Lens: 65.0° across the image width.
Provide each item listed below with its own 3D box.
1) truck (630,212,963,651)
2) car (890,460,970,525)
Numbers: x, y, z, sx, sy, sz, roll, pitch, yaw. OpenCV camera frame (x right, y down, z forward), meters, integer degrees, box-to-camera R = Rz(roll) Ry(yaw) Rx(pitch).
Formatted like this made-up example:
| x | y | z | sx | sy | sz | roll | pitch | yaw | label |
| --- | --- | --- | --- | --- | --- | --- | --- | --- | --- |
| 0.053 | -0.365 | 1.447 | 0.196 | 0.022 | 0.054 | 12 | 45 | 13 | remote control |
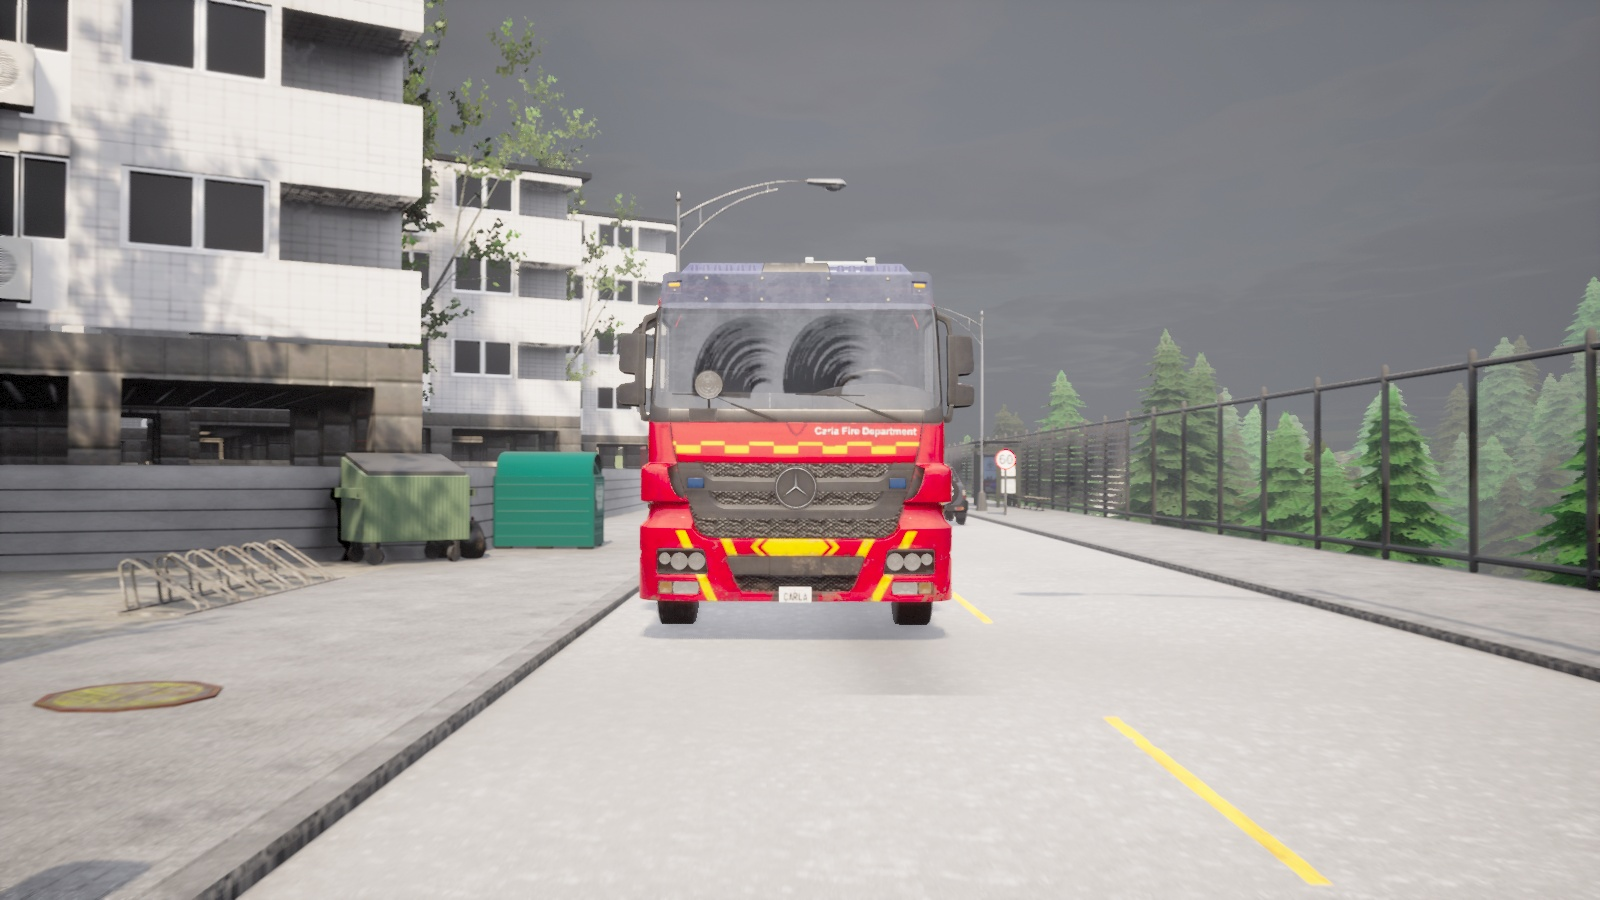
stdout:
| x | y | z | sx | sy | sz | roll | pitch | yaw | label |
| --- | --- | --- | --- | --- | --- | --- | --- | --- | --- |
| -0.044 | -0.095 | 15.198 | 2.891 | 3.827 | 8.468 | 0 | -1 | 0 | truck |
| 3.899 | 1.258 | 38.351 | 1.932 | 1.855 | 4.605 | 0 | -1 | 0 | car |
